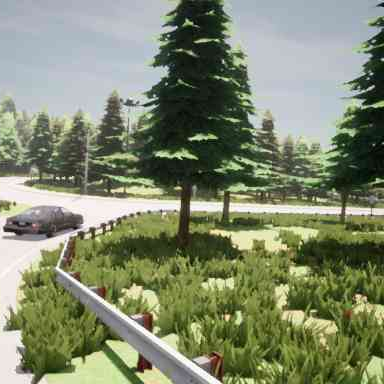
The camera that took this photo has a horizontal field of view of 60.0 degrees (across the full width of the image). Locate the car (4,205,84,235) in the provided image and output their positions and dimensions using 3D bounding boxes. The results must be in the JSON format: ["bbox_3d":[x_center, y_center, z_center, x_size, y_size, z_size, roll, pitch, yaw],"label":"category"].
[{"bbox_3d":[-7.410,1.413,17.304,2.033,1.411,5.357,4,1,3],"label":"car"}]
